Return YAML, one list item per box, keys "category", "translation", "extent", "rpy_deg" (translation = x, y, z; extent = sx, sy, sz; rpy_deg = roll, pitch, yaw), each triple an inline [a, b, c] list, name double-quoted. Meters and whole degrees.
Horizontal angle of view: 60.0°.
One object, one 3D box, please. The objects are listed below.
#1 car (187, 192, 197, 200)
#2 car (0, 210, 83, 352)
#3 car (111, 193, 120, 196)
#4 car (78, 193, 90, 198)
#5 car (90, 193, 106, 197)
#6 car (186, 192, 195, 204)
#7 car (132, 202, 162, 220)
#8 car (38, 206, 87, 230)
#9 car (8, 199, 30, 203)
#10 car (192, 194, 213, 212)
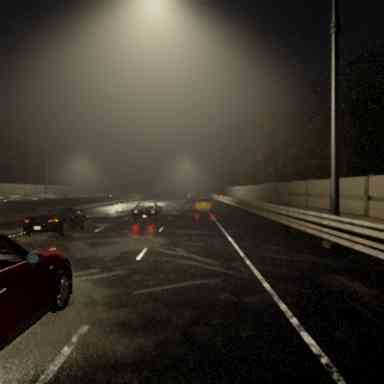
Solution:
- category: "car"
  translation: [-0.018, 0.821, 75.486]
  extent: [2.097, 1.767, 4.553]
  rpy_deg: [0, 0, 0]
- category: "car"
  translation: [-3.402, 1.322, 4.731]
  extent: [2.097, 1.767, 4.553]
  rpy_deg: [0, 0, 0]
- category: "car"
  translation: [-17.517, 1.006, 75.980]
  extent: [1.837, 1.490, 4.892]
  rpy_deg: [0, 0, 0]
- category: "car"
  translation: [-24.518, 0.983, 75.979]
  extent: [1.882, 1.535, 5.008]
  rpy_deg: [0, 0, 0]
- category: "car"
  translation: [-21.018, 1.031, 75.980]
  extent: [2.128, 1.511, 4.902]
  rpy_deg: [0, 0, 0]
- category: "car"
  translation: [-0.012, 1.232, 53.903]
  extent: [1.812, 1.442, 4.674]
  rpy_deg: [0, 0, 0]
- category: "car"
  translation: [-3.402, 1.440, 26.083]
  extent: [1.895, 1.301, 4.718]
  rpy_deg: [0, 0, 0]
- category: "car"
  translation: [-6.902, 1.418, 17.136]
  extent: [1.812, 1.442, 4.674]
  rpy_deg: [0, 0, 0]
- category: "car"
  translation: [-17.604, 1.402, 33.642]
  extent: [1.895, 1.301, 4.718]
  rpy_deg: [0, 0, 0]
- category: "car"
  translation: [1.217, 1.249, 35.537]
  extent: [1.801, 1.575, 5.366]
  rpy_deg: [0, 0, 0]
